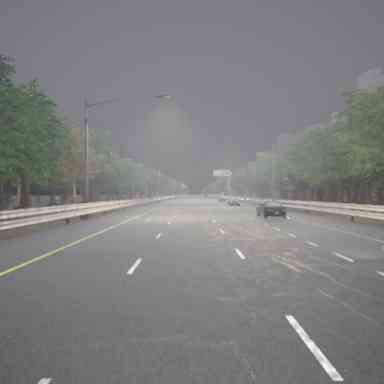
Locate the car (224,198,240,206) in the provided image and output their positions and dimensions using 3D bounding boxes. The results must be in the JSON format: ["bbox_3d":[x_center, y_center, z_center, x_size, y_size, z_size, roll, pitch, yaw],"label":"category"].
[{"bbox_3d":[7.201,1.846,58.483,1.895,1.301,4.718,0,0,0],"label":"car"}]

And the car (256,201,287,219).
[{"bbox_3d":[7.056,1.595,30.025,1.882,1.535,5.008,0,-1,0],"label":"car"}]

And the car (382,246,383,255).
[{"bbox_3d":[7.006,1.538,8.713,1.812,1.442,4.674,0,0,0],"label":"car"}]

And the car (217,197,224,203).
[{"bbox_3d":[7.400,1.903,83.468,1.812,1.442,4.674,0,0,1],"label":"car"}]
